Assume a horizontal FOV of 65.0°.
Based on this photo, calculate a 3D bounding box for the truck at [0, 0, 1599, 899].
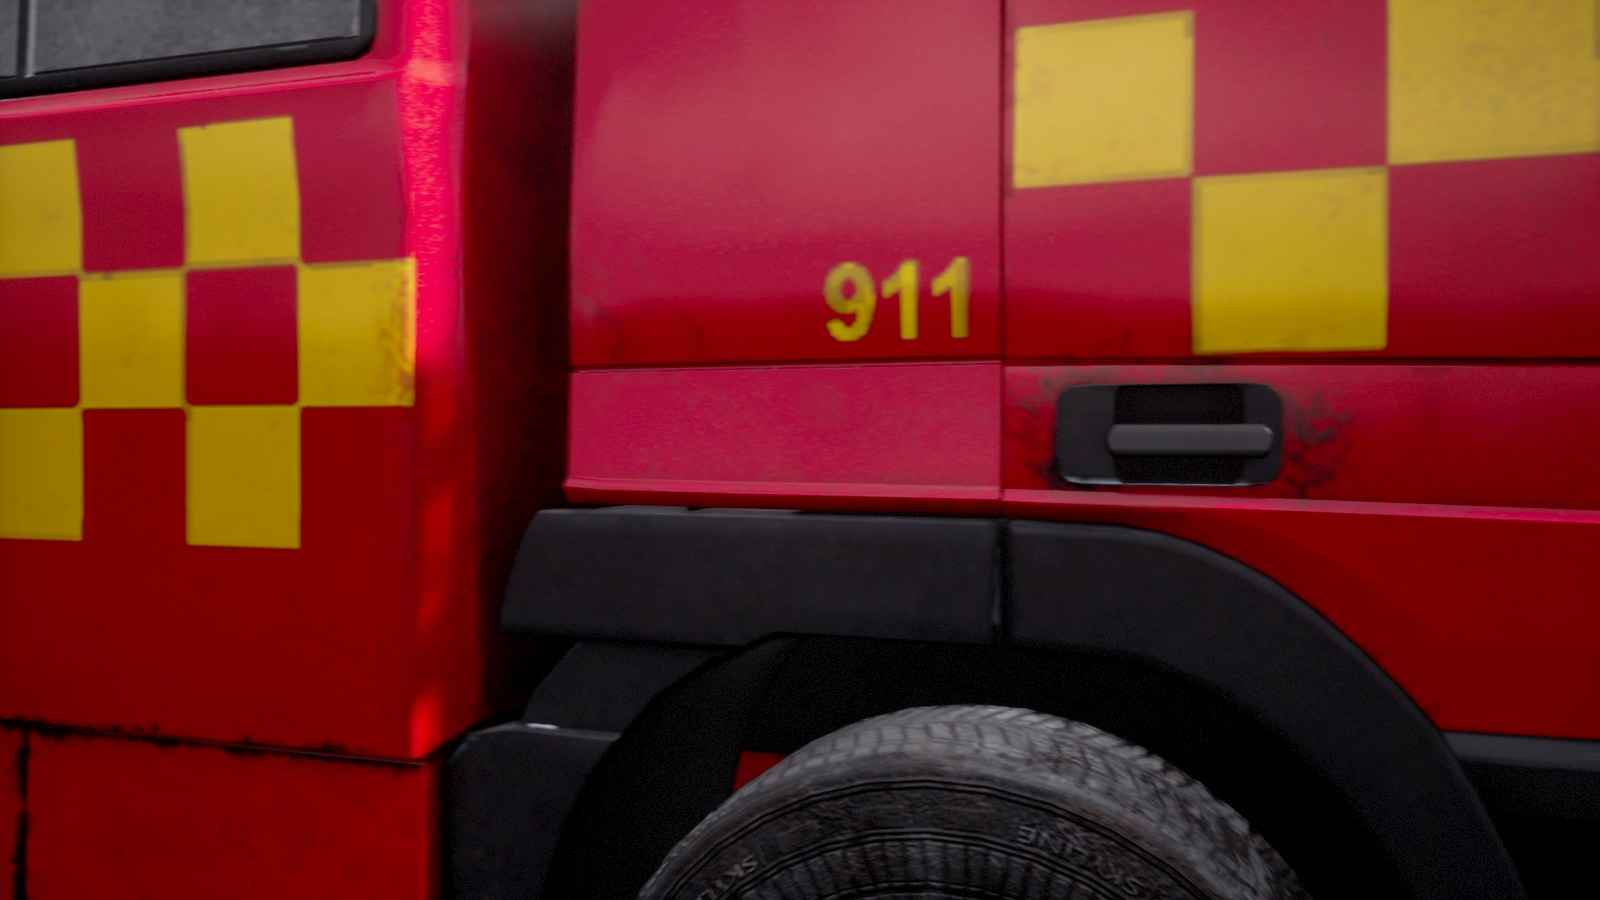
[{"bbox_3d":[-1.552,-0.409,3.698,8.468,3.827,2.891,1,1,19],"label":"truck"}]
